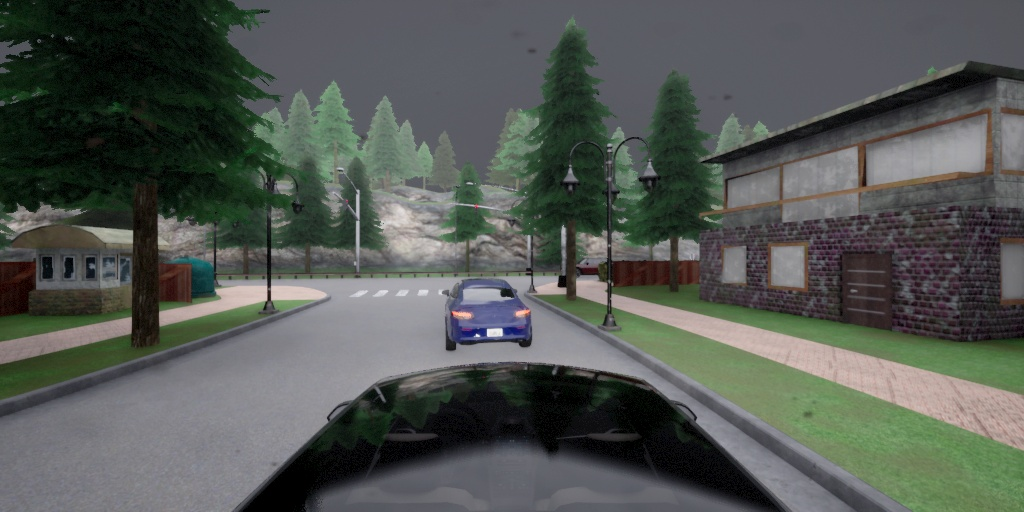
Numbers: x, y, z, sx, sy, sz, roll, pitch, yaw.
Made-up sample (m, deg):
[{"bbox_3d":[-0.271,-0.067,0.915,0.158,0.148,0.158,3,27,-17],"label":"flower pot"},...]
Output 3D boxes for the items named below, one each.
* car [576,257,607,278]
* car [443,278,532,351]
[{"bbox_3d":[6.635,0.941,31.479,4.553,1.767,2.097,0,0,-12],"label":"car"},{"bbox_3d":[-0.748,1.275,9.001,1.812,1.442,4.674,0,0,-11],"label":"car"}]
